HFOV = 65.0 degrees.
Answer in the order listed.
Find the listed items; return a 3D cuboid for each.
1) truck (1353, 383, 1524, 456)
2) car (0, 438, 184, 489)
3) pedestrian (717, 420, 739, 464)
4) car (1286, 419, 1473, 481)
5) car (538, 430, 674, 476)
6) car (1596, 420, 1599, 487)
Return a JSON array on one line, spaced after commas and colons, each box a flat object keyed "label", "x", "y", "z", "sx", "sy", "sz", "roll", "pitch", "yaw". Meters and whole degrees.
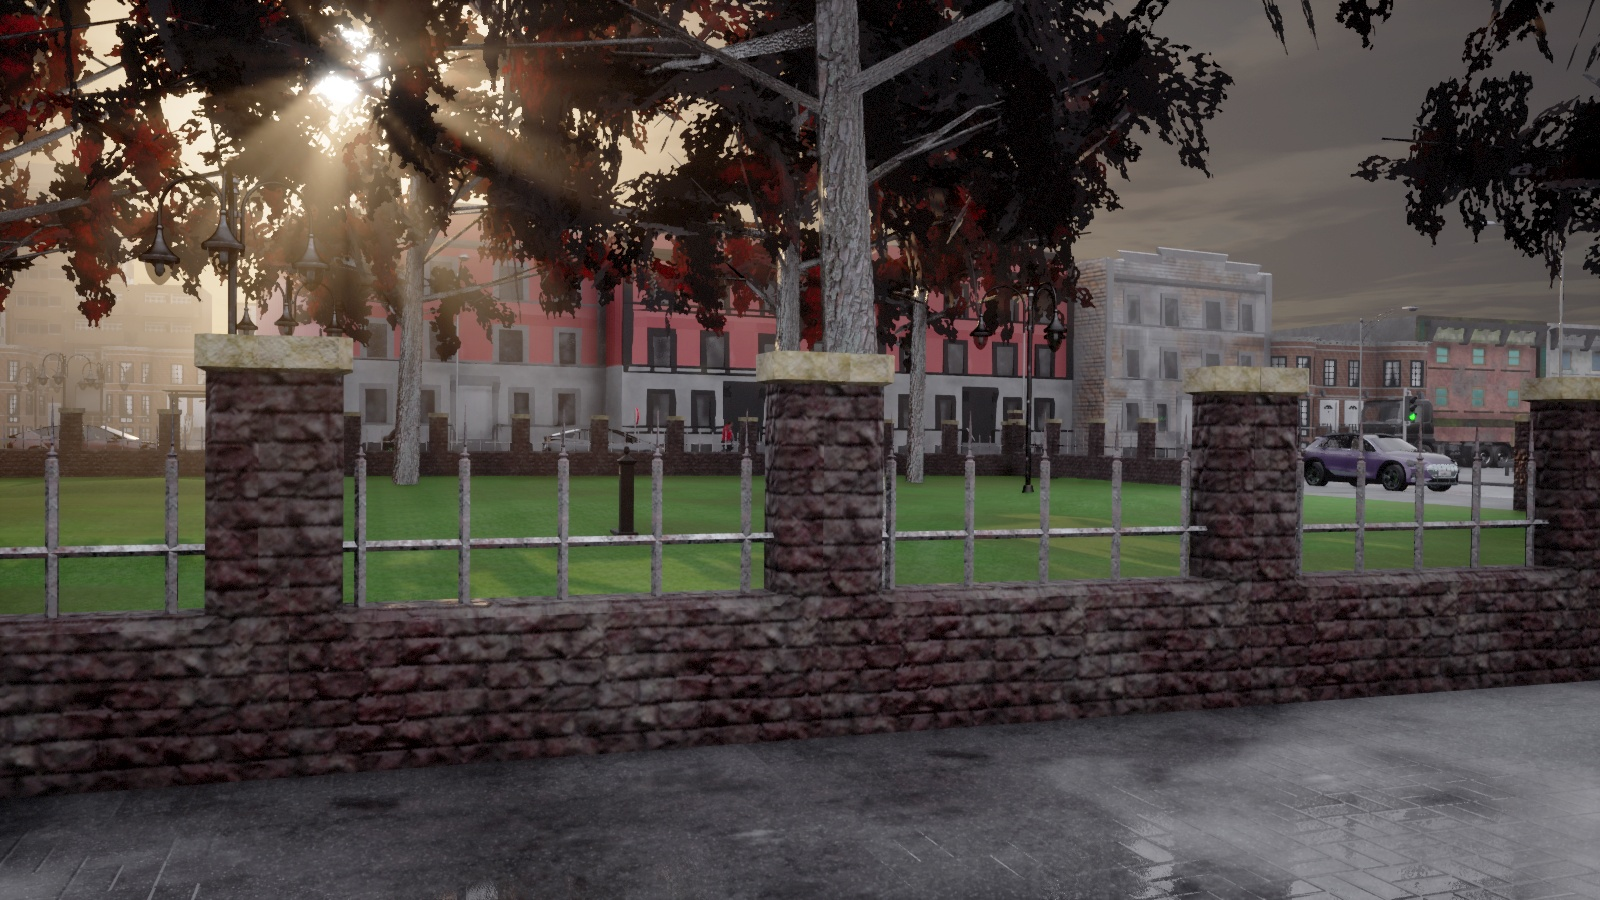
[{"label": "truck", "x": 31.763, "y": -1.543, "z": 62.450, "sx": 7.936, "sy": 3.462, "sz": 2.891, "roll": -1, "pitch": 1, "yaw": -19}, {"label": "car", "x": -22.266, "y": 0.393, "z": 39.680, "sx": 4.792, "sy": 1.488, "sz": 2.163, "roll": -1, "pitch": 1, "yaw": -19}, {"label": "pedestrian", "x": -3.087, "y": -0.347, "z": 54.107, "sx": 0.899, "sy": 1.844, "sz": 0.634, "roll": -1, "pitch": 1, "yaw": -6}, {"label": "car", "x": 16.602, "y": -0.041, "z": 36.265, "sx": 2.033, "sy": 1.649, "sz": 4.856, "roll": -1, "pitch": 1, "yaw": -21}, {"label": "car", "x": -6.960, "y": 0.089, "z": 44.948, "sx": 4.514, "sy": 1.525, "sz": 2.007, "roll": -1, "pitch": 1, "yaw": -18}, {"label": "car", "x": 19.865, "y": 0.094, "z": 26.833, "sx": 2.007, "sy": 1.525, "sz": 4.514, "roll": -1, "pitch": 1, "yaw": -21}]
